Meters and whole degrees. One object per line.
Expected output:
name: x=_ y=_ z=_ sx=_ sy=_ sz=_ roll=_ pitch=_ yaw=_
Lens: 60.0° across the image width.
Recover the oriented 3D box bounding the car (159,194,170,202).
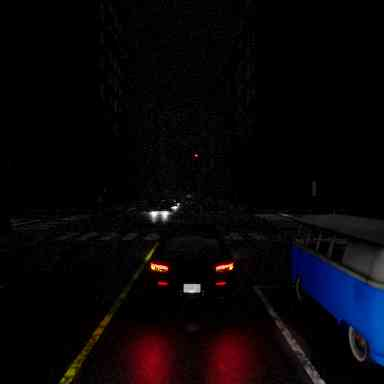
car: x=-6.325 y=1.288 z=77.695 sx=2.192 sy=1.841 sz=5.009 roll=0 pitch=0 yaw=-1

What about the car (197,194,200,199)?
car: x=2.426 y=1.553 z=61.235 sx=1.947 sy=1.339 sz=4.313 roll=0 pitch=0 yaw=-1

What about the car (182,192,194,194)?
car: x=-0.744 y=1.085 z=84.215 sx=2.150 sy=2.045 sz=5.566 roll=0 pitch=0 yaw=-1

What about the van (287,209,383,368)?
van: x=2.854 y=1.341 z=5.469 sx=1.690 sy=1.788 sz=3.998 roll=0 pitch=0 yaw=0

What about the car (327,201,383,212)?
car: x=14.606 y=1.520 z=28.852 sx=4.674 sy=1.442 sz=1.812 roll=0 pitch=0 yaw=-3

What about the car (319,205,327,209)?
car: x=14.421 y=1.587 z=32.104 sx=4.718 sy=1.301 sz=1.895 roll=0 pitch=0 yaw=2

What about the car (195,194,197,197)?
car: x=2.276 y=1.529 z=72.285 sx=2.008 sy=1.369 sz=4.403 roll=0 pitch=0 yaw=-1

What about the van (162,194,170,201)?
van: x=-6.397 y=1.308 z=83.219 sx=1.690 sy=1.788 sz=3.998 roll=0 pitch=0 yaw=-1

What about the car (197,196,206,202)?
car: x=2.200 y=1.555 z=77.811 sx=1.802 sy=1.307 sz=4.206 roll=0 pitch=0 yaw=-1

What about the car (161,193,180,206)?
car: x=-3.410 y=1.344 z=53.290 sx=2.097 sy=1.767 sz=4.553 roll=0 pitch=0 yaw=-1

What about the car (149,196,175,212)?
car: x=-3.535 y=1.560 z=39.253 sx=1.994 sy=1.385 sz=4.181 roll=0 pitch=0 yaw=5

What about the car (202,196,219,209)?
car: x=2.650 y=1.521 z=44.829 sx=1.752 sy=1.417 sz=4.829 roll=0 pitch=0 yaw=-1

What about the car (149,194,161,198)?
car: x=-6.024 y=1.306 z=55.594 sx=2.192 sy=1.841 sz=5.009 roll=0 pitch=0 yaw=-1

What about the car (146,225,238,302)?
car: x=0.000 y=1.526 z=8.147 sx=1.812 sy=1.442 sz=4.674 roll=0 pitch=0 yaw=0

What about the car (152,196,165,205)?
car: x=-6.098 y=1.538 z=61.120 sx=2.008 sy=1.369 sz=4.403 roll=0 pitch=0 yaw=-1

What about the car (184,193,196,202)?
car: x=-0.608 y=1.569 z=74.215 sx=1.895 sy=1.301 sz=4.718 roll=0 pitch=0 yaw=-1

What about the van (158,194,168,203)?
van: x=-6.249 y=1.320 z=72.170 sx=1.690 sy=1.788 sz=3.998 roll=0 pitch=0 yaw=-1

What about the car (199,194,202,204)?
car: x=2.577 y=1.433 z=50.184 sx=1.967 sy=1.590 sz=4.097 roll=0 pitch=0 yaw=-1

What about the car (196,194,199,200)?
car: x=2.351 y=1.528 z=66.761 sx=1.887 sy=1.381 sz=4.507 roll=0 pitch=0 yaw=-1

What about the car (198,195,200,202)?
car: x=2.502 y=1.541 z=55.709 sx=2.008 sy=1.369 sz=4.403 roll=0 pitch=0 yaw=-1
